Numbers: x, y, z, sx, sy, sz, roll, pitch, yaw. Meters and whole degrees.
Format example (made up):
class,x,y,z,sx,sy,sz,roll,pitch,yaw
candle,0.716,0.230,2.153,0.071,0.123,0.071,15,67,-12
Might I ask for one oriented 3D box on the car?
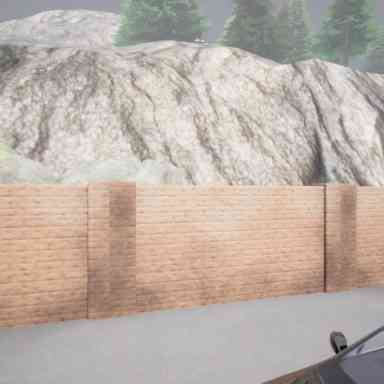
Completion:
class,x,y,z,sx,sy,sz,roll,pitch,yaw
car,2.122,1.492,1.934,4.902,1.511,2.128,0,0,-19
